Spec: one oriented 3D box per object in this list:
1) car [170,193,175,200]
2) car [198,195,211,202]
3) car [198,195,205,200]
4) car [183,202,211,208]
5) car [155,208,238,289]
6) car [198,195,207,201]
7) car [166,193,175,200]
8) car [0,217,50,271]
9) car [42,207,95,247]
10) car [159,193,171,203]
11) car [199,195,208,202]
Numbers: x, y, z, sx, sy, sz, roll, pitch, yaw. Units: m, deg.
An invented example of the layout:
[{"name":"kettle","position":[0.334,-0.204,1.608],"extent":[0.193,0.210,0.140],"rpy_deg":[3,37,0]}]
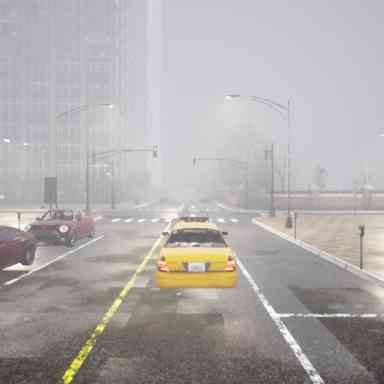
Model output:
[{"name":"car","position":[-5.936,1.324,85.823],"extent":[1.967,1.590,4.097],"rpy_deg":[0,0,0]},{"name":"car","position":[2.676,1.492,63.651],"extent":[1.947,1.339,4.313],"rpy_deg":[0,0,0]},{"name":"car","position":[2.583,1.411,91.448],"extent":[1.887,1.381,4.507],"rpy_deg":[0,0,0]},{"name":"car","position":[0.093,1.535,19.390],"extent":[2.033,1.411,5.357],"rpy_deg":[0,0,0]},{"name":"car","position":[0.088,1.454,9.127],"extent":[1.801,1.575,5.366],"rpy_deg":[0,0,0]},{"name":"car","position":[2.596,1.448,80.326],"extent":[2.008,1.369,4.403],"rpy_deg":[0,0,0]},{"name":"car","position":[-5.942,1.181,91.382],"extent":[2.192,1.841,5.009],"rpy_deg":[0,0,0]},{"name":"car","position":[-5.701,1.579,8.924],"extent":[1.802,1.307,4.206],"rpy_deg":[0,0,0]},{"name":"car","position":[-5.708,1.433,14.617],"extent":[1.967,1.590,4.097],"rpy_deg":[0,0,0]},{"name":"car","position":[-5.917,1.485,69.140],"extent":[1.947,1.339,4.313],"rpy_deg":[0,0,0]},{"name":"car","position":[2.602,1.454,74.766],"extent":[1.887,1.381,4.507],"rpy_deg":[0,0,0]}]
